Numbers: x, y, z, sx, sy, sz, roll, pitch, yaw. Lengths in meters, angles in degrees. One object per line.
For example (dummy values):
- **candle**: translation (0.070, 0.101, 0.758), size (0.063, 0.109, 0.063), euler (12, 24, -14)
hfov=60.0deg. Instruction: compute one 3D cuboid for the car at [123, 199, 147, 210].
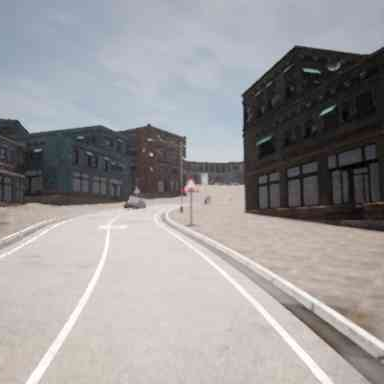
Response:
- **car**: translation (-7.892, 1.689, 46.377), size (2.033, 1.411, 5.357), euler (-1, 0, 10)
